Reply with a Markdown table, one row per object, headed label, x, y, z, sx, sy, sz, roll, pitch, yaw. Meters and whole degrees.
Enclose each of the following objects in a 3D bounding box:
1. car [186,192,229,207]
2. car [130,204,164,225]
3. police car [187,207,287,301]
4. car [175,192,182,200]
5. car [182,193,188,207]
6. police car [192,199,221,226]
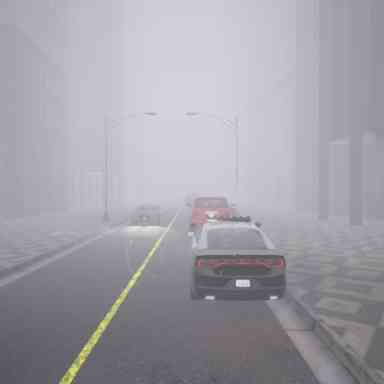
| label | x | y | z | sx | sy | sz | roll | pitch | yaw |
| --- | --- | --- | --- | --- | --- | --- | --- | --- | --- |
| car | 0.932 | 1.208 | 18.434 | 2.150 | 2.045 | 5.566 | 0 | 0 | 0 |
| car | -3.057 | 1.536 | 23.449 | 1.994 | 1.385 | 4.181 | 0 | 0 | 0 |
| police car | 0.914 | 1.421 | 8.516 | 1.930 | 1.638 | 5.238 | 0 | 0 | 0 |
| car | -2.843 | 1.190 | 85.210 | 1.882 | 1.535 | 5.008 | 0 | 0 | 0 |
| car | 0.122 | 1.130 | 48.286 | 2.150 | 2.045 | 5.566 | 0 | 0 | 1 |
| police car | 0.944 | 1.395 | 24.515 | 1.930 | 1.638 | 5.238 | 0 | 0 | 0 |
